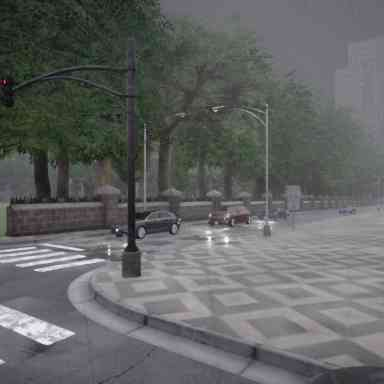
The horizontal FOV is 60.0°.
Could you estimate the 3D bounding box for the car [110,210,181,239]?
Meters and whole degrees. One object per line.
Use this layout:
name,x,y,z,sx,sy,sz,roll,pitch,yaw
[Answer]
car,-2.599,1.833,19.657,1.837,1.490,4.892,0,-1,35

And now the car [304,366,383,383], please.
car,2.454,1.551,1.218,4.403,1.369,2.008,0,0,35

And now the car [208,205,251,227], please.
car,3.208,1.888,27.913,2.097,1.767,4.553,0,-1,35

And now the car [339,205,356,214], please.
car,24.836,2.782,53.107,2.033,1.411,5.357,0,-1,34

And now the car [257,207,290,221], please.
car,8.991,2.294,36.129,2.033,1.411,5.357,0,-1,35
